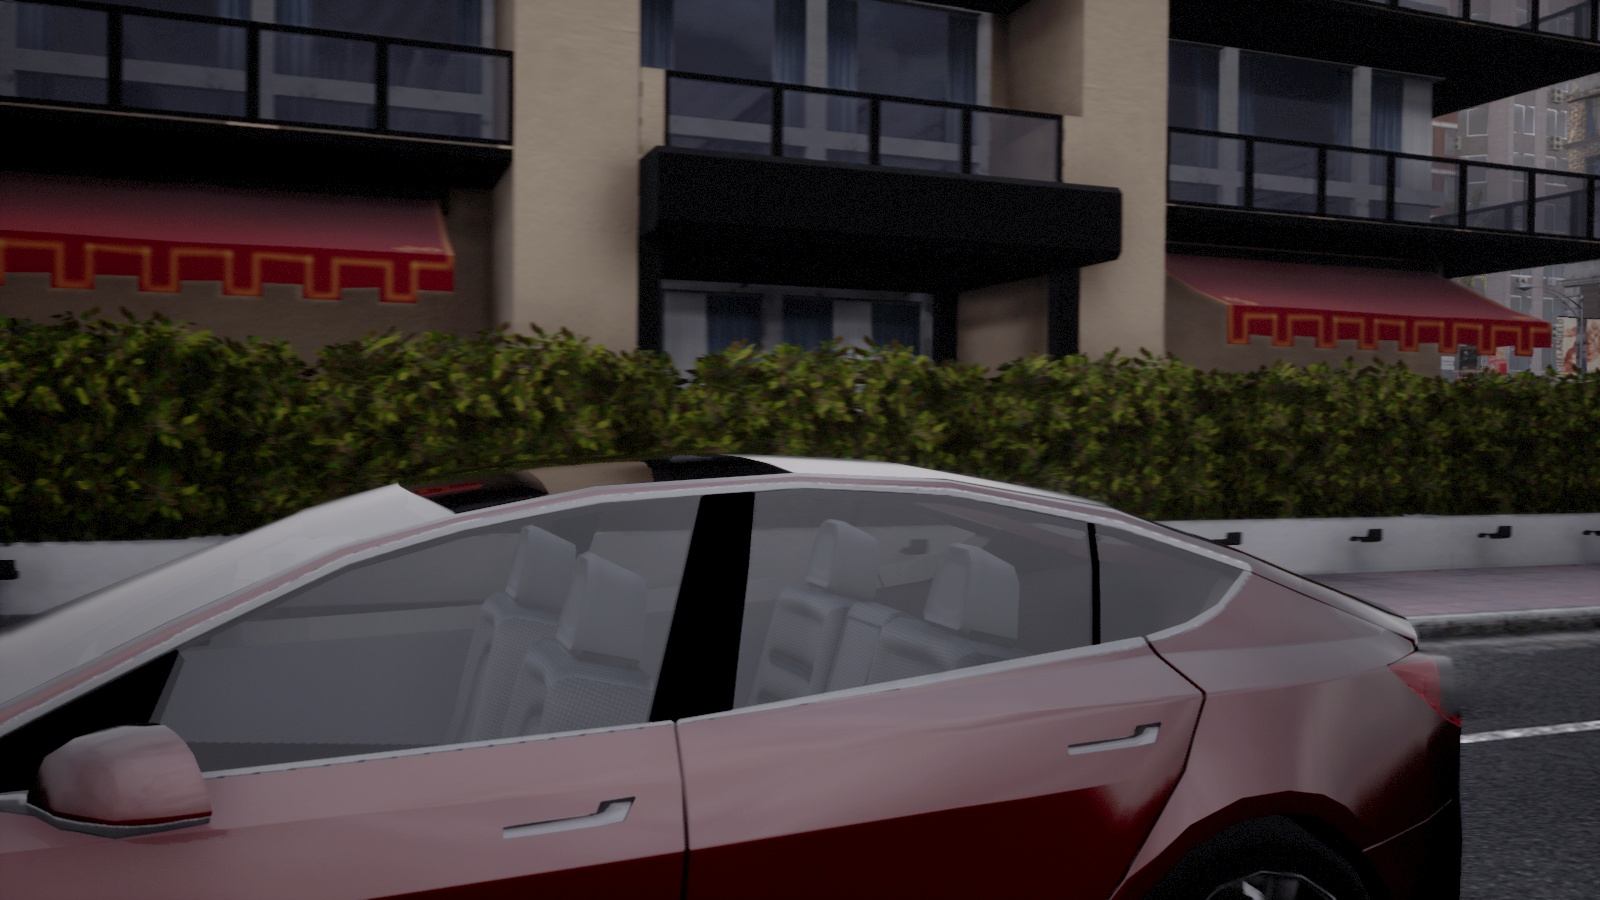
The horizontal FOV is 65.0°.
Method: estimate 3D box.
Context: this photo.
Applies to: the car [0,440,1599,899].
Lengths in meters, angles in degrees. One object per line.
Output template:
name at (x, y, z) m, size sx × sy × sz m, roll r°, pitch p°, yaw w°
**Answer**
car at (-0.671, 0.757, 2.985) m, size 4.792 × 1.488 × 2.163 m, roll -1°, pitch 1°, yaw -21°
